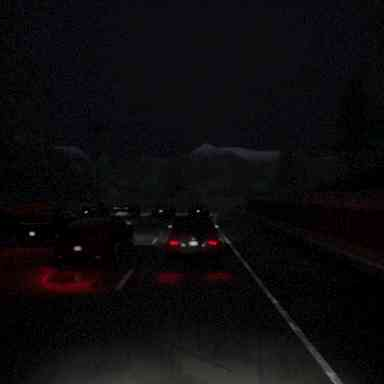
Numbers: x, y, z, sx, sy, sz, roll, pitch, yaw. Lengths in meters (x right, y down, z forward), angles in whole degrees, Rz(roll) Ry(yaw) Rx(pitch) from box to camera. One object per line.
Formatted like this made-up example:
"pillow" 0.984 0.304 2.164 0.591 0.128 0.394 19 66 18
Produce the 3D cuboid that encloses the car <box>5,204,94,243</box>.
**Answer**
"car" -6.939 1.609 16.891 2.128 1.511 4.902 0 0 0

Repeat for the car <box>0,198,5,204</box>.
"car" -28.546 1.711 51.363 2.097 1.767 4.553 0 0 11

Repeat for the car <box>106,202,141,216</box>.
"car" -6.314 1.717 32.674 2.128 1.511 4.902 0 0 5

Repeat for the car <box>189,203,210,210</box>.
"car" 0.772 1.792 33.291 1.994 1.385 4.181 0 0 5

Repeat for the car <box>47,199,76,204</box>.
"car" -18.366 1.831 48.779 2.128 1.511 4.902 0 -1 11

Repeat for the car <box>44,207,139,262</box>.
"car" -3.449 1.565 12.525 1.882 1.535 5.008 0 0 0

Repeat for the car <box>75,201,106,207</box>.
"car" -9.739 1.758 33.618 1.812 1.442 4.674 0 0 5

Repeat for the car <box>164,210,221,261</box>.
"car" 0.052 1.635 12.623 2.033 1.411 5.357 0 0 0

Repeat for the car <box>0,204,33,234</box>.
"car" -10.437 1.614 17.495 2.128 1.511 4.902 0 0 0

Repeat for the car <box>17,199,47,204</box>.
"car" -22.176 1.931 47.479 1.895 1.301 4.718 0 0 10

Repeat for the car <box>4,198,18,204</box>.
"car" -25.201 1.898 50.352 2.033 1.411 5.357 0 0 11

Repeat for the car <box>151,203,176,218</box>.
"car" -2.746 1.792 33.222 1.994 1.385 4.181 0 0 5
